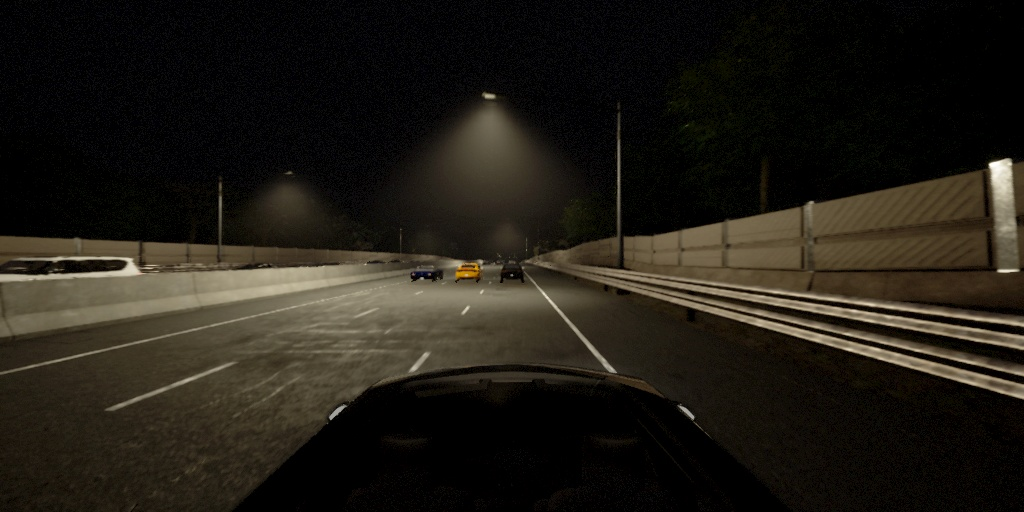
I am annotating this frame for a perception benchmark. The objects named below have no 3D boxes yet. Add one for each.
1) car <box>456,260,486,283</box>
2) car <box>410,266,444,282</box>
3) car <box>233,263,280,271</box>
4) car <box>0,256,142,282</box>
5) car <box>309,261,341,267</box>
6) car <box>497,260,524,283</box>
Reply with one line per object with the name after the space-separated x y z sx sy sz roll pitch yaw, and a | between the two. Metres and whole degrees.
-3.492 1.350 30.042 1.882 1.535 5.008 0 0 0 | car
-6.989 1.471 30.046 1.895 1.301 4.718 0 0 0 | car
-21.030 1.367 29.526 1.837 1.490 4.892 0 -1 1 | car
-17.576 1.017 13.672 2.150 2.045 5.566 0 -1 0 | car
-17.489 1.285 33.327 2.097 1.767 4.553 0 0 0 | car
0.007 1.352 30.040 1.882 1.535 5.008 0 0 0 | car
